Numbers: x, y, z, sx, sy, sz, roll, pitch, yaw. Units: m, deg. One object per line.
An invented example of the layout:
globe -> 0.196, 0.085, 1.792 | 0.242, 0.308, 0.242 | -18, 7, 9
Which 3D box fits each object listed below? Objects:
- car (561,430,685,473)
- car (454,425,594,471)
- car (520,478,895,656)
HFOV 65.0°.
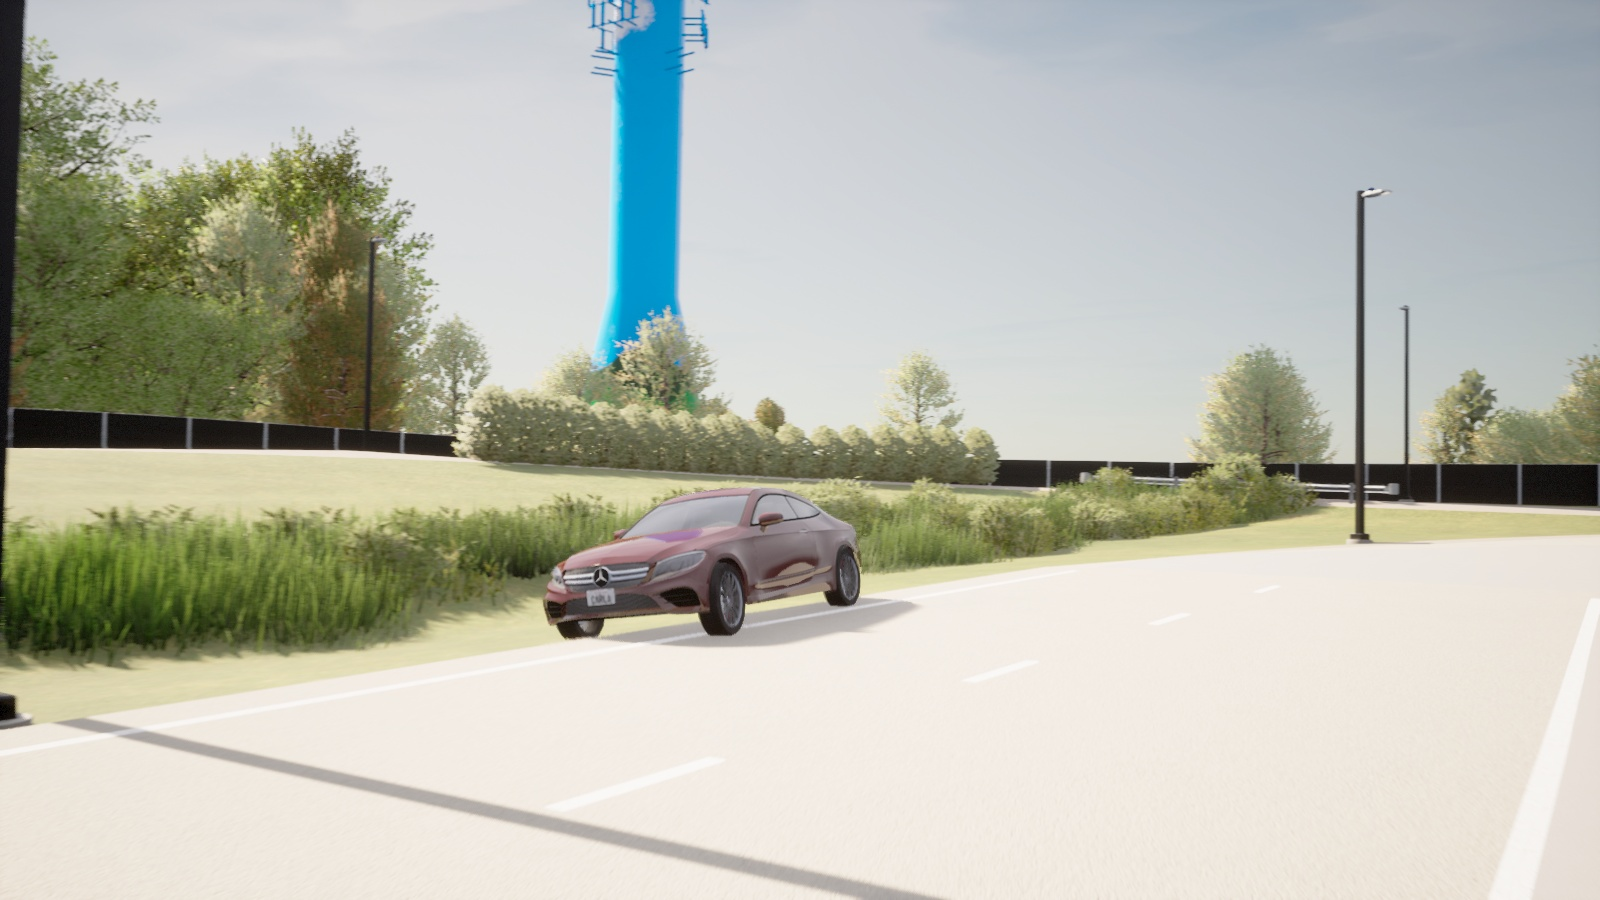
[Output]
car -> -7.012, 0.102, 50.008 | 4.674, 1.442, 1.812 | 4, -4, -44
car -> -11.126, -0.036, 50.958 | 5.366, 1.575, 1.801 | 4, -4, -44
car -> -0.741, 1.144, 13.461 | 1.812, 1.442, 4.674 | -8, -5, 25
